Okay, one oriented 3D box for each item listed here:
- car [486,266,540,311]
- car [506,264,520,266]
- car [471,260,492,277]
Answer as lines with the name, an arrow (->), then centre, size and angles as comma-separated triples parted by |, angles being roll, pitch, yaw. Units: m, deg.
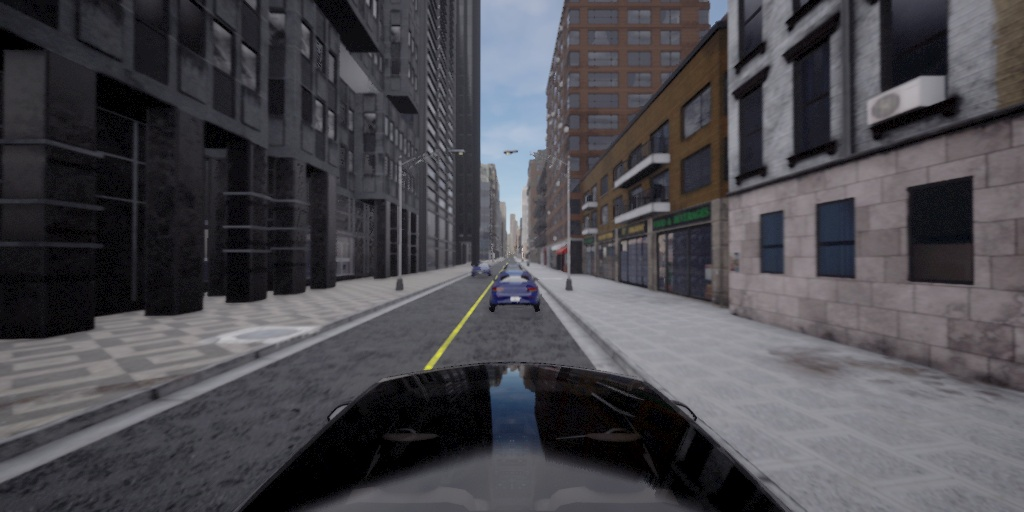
car -> 0.105, 1.299, 14.486 | 1.812, 1.442, 4.674 | 0, 0, 0
car -> 0.109, 1.370, 32.784 | 1.994, 1.385, 4.181 | 0, 0, 0
car -> -2.997, 1.338, 36.199 | 1.812, 1.442, 4.674 | 0, 0, 0
